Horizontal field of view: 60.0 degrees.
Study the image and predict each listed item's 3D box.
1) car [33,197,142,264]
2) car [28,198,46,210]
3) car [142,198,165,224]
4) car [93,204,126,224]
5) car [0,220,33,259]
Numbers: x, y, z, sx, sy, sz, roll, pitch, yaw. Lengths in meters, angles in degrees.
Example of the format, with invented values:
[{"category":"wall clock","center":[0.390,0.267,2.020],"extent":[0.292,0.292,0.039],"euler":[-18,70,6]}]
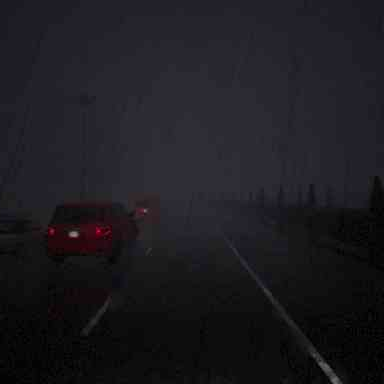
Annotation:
[{"category":"car","center":[-3.501,1.363,12.558],"extent":[2.150,2.045,5.566],"euler":[0,0,0]},{"category":"car","center":[-25.609,2.124,54.703],"extent":[1.812,1.442,4.674],"euler":[0,-1,-18]},{"category":"car","center":[-3.540,1.527,27.566],"extent":[2.150,2.045,5.566],"euler":[0,0,-1]},{"category":"car","center":[-7.072,1.841,28.868],"extent":[1.812,1.442,4.674],"euler":[0,0,-1]},{"category":"car","center":[-6.994,1.747,13.221],"extent":[1.895,1.301,4.718],"euler":[0,-1,0]}]
